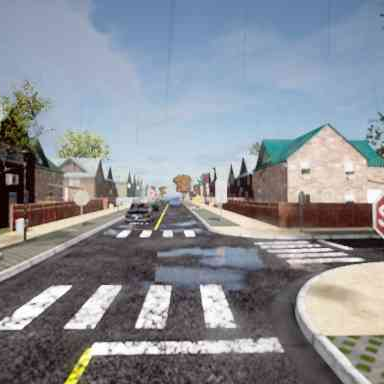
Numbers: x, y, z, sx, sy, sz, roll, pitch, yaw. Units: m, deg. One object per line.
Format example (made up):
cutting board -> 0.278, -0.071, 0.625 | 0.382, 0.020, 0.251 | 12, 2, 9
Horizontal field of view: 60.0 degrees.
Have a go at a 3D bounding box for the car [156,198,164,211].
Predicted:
car -> -4.912, 1.730, 42.124 | 1.895, 1.301, 4.718 | 0, 0, -3

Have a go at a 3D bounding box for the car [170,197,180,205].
car -> -3.352, 1.786, 65.258 | 1.882, 1.535, 5.008 | 0, -1, -3

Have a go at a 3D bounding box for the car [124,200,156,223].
car -> -3.997, 1.546, 25.607 | 1.837, 1.490, 4.892 | 0, 0, -3

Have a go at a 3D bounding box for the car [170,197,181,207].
car -> -2.757, 1.773, 55.483 | 2.033, 1.411, 5.357 | 0, 0, -3
